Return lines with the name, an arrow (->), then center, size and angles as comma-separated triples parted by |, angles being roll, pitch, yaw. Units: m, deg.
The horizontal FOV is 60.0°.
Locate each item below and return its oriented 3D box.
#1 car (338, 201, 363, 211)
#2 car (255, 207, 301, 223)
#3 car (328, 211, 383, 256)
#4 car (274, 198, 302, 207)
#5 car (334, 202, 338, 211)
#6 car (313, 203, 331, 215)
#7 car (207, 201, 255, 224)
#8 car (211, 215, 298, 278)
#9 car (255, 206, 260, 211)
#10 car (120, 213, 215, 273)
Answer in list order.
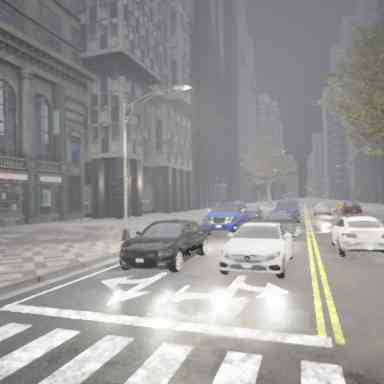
car -> 18.627, 1.950, 38.928 | 1.882, 1.535, 5.008 | -2, -1, 19
car -> 5.379, 1.876, 20.210 | 2.033, 1.411, 5.357 | -1, -1, 19
car -> 6.777, 1.686, 13.478 | 1.812, 1.442, 4.674 | -1, -1, 19
car -> 8.752, 1.698, 30.276 | 2.150, 2.045, 5.566 | -1, -1, 19
car -> 21.515, 2.081, 47.638 | 1.882, 1.535, 5.008 | -1, -1, 18
car -> 15.901, 2.089, 40.744 | 1.812, 1.442, 4.674 | -1, -1, 19
car -> 2.395, 1.635, 21.563 | 2.150, 2.045, 5.566 | -1, -1, 19
car -> 2.295, 1.719, 11.013 | 1.812, 1.442, 4.674 | -2, -1, 21
car -> 5.687, 2.084, 31.349 | 1.812, 1.442, 4.674 | -2, -1, 19
car -> -0.791, 1.752, 12.043 | 1.882, 1.535, 5.008 | -1, -1, 17
